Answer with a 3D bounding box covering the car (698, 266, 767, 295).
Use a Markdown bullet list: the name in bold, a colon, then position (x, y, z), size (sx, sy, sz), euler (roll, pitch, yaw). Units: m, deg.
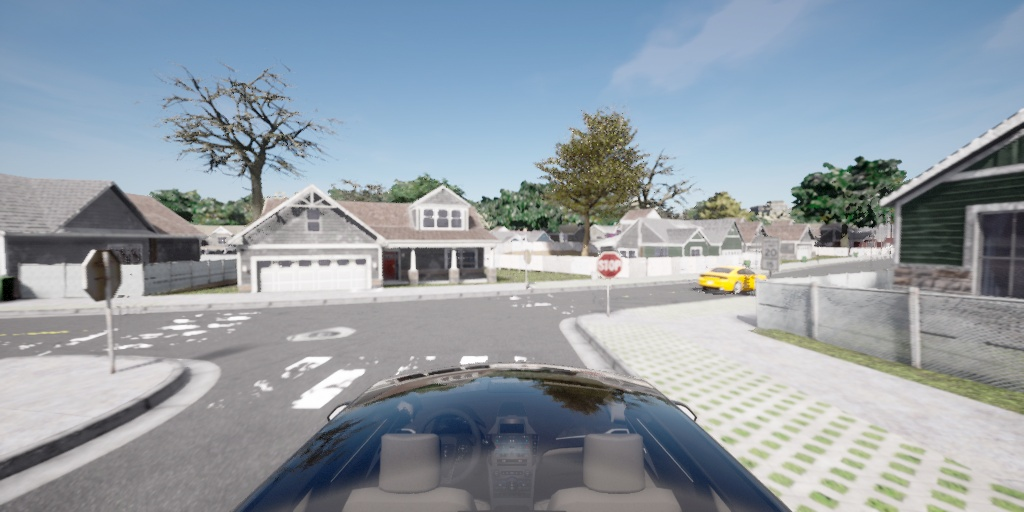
- **car**: position (13.185, 1.326, 21.305), size (5.008, 1.535, 1.882), euler (-1, 3, -31)
